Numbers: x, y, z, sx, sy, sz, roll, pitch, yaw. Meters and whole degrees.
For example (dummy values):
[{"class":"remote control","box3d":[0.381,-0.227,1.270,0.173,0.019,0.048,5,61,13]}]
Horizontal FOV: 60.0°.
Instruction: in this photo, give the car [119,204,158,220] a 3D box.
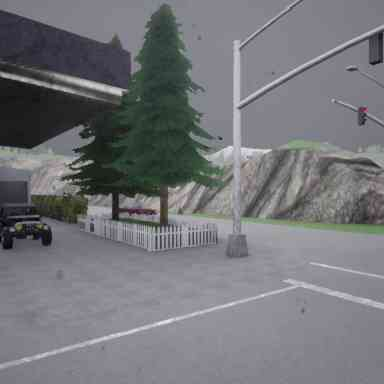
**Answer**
[{"class":"car","box3d":[-4.953,1.792,30.288,1.895,1.301,4.718,0,0,-36]}]

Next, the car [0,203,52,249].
[{"class":"car","box3d":[-8.062,1.505,15.793,1.905,1.878,3.866,0,0,-37]}]
